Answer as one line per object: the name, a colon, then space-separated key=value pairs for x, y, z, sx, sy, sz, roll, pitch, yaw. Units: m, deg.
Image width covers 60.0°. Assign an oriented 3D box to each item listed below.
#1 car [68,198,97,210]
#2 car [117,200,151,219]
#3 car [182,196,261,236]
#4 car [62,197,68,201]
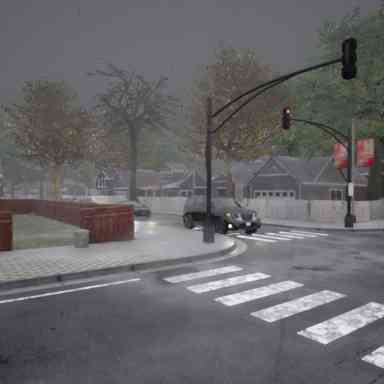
car: x=-12.281 y=1.541 z=38.670 sx=2.128 sy=1.511 sz=4.902 roll=0 pitch=0 yaw=-36
car: x=-5.333 y=1.508 z=28.921 sx=1.882 sy=1.535 sz=5.008 roll=0 pitch=-1 yaw=-36
car: x=1.435 y=1.233 z=18.692 sx=2.150 sy=2.045 sz=5.566 roll=0 pitch=-1 yaw=-29
car: x=-22.218 y=1.598 z=57.493 sx=2.128 sy=1.511 sz=4.902 roll=0 pitch=0 yaw=-36
